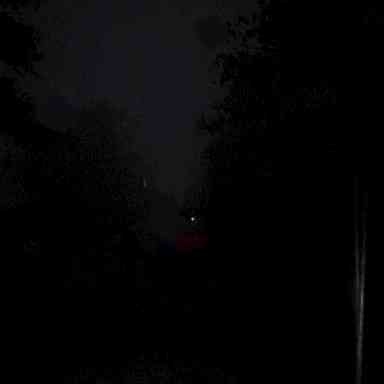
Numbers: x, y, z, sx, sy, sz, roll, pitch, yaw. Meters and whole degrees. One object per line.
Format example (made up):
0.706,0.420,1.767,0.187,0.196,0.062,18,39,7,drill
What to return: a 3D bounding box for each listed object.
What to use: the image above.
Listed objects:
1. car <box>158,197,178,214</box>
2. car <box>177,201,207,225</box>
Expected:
-2.983,1.665,42.353,2.150,2.045,5.566,0,-1,0,car
0.047,1.662,25.353,1.837,1.490,4.892,0,-1,0,car
